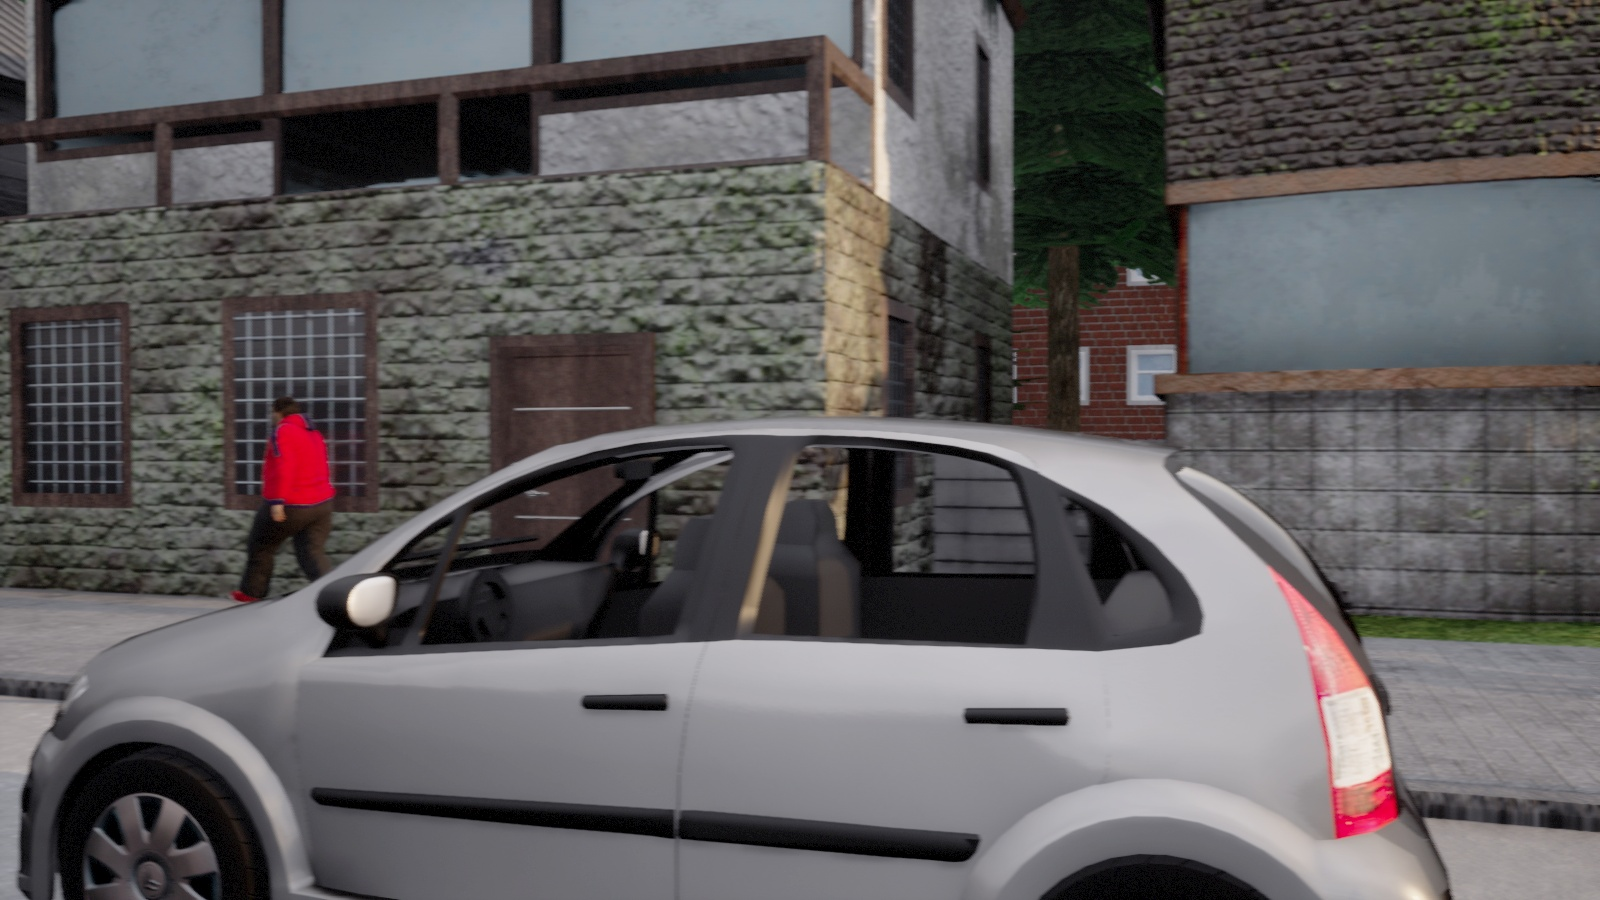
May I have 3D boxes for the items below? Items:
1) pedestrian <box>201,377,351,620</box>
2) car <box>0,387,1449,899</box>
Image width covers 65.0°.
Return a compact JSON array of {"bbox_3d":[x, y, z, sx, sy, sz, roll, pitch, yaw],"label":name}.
[{"bbox_3d":[-4.160,0.361,9.987,0.899,1.844,0.634,1,1,19],"label":"pedestrian"},{"bbox_3d":[-0.394,0.661,3.851,3.988,1.617,1.851,1,1,19],"label":"car"}]
